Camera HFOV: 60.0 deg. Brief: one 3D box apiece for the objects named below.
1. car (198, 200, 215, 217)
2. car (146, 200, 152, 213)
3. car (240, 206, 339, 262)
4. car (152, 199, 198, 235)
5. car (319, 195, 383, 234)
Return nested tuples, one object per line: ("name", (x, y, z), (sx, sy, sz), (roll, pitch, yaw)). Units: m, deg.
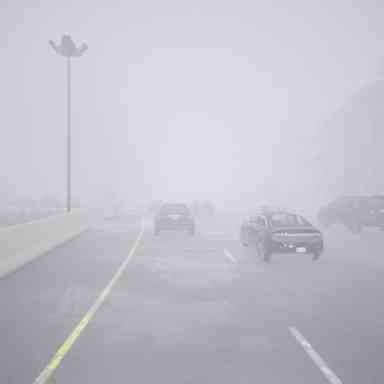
("car", (0.795, 1.487, 30.772), (2.128, 1.511, 4.902), (0, 0, -10))
("car", (-4.090, 1.553, 37.833), (2.033, 1.411, 5.357), (0, 0, -12))
("car", (3.038, 1.484, 12.168), (2.128, 1.511, 4.902), (0, 0, -4))
("car", (-1.093, 1.353, 19.061), (2.097, 1.767, 4.553), (0, 0, -6))
("car", (9.463, 1.199, 19.318), (2.150, 2.045, 5.566), (0, 0, -6))
